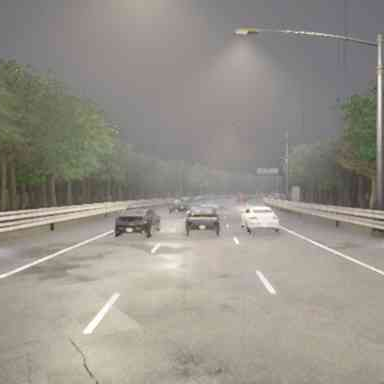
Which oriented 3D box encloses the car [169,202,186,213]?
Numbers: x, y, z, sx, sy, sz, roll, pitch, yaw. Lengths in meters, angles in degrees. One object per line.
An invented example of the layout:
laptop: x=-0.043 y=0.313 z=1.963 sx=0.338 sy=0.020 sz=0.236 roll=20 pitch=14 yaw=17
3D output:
car: x=-1.433 y=1.753 z=38.454 sx=1.895 sy=1.301 sz=4.718 roll=0 pitch=0 yaw=5

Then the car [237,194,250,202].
car: x=12.698 y=1.531 z=84.087 sx=2.150 sy=2.045 sz=5.566 roll=0 pitch=0 yaw=13

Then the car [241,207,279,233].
car: x=4.103 y=1.613 z=20.352 sx=1.812 sy=1.442 sz=4.674 roll=0 pitch=0 yaw=3

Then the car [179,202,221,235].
car: x=0.663 y=1.573 z=19.376 sx=2.128 sy=1.511 sz=4.902 roll=0 pitch=0 yaw=3

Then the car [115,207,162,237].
car: x=-2.890 y=1.583 z=18.439 sx=1.837 sy=1.490 sz=4.892 roll=0 pitch=0 yaw=3
